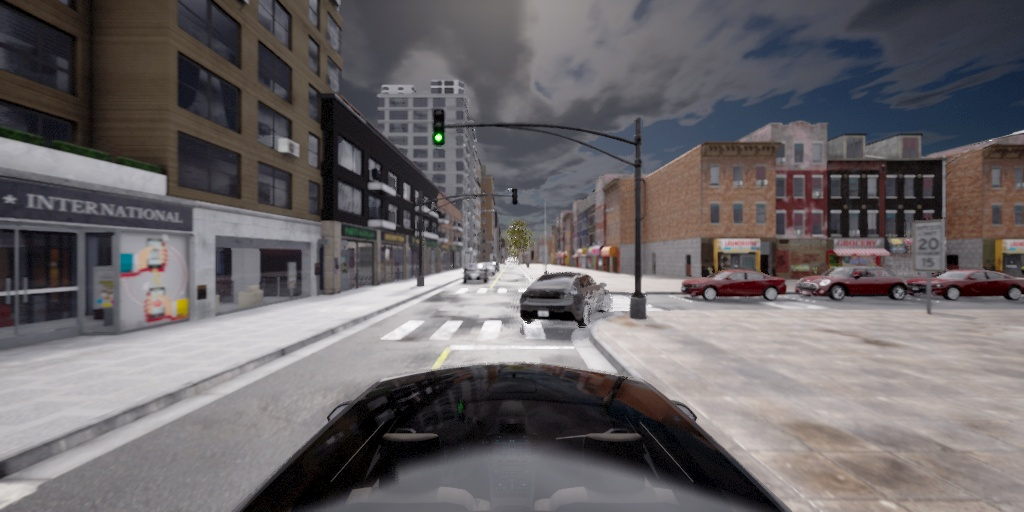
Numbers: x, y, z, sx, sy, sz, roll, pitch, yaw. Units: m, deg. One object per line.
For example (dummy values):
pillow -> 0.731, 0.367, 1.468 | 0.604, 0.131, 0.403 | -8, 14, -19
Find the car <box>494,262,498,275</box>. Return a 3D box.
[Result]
car -> -2.828, 1.402, 39.629 | 1.812, 1.442, 4.674 | 0, 0, 0

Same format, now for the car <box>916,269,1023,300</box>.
car -> 21.304, 1.308, 16.947 | 4.507, 1.381, 1.888 | 0, 0, 0

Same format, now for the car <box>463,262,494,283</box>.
car -> -2.842, 1.327, 29.114 | 2.128, 1.511, 4.902 | 0, 0, -1

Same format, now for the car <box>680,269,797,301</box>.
car -> 10.376, 1.319, 16.962 | 4.507, 1.381, 1.888 | 0, 0, 0

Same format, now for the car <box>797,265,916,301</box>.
car -> 15.840, 1.208, 16.956 | 4.097, 1.591, 1.967 | 0, 0, 0

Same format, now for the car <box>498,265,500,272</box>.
car -> -2.802, 1.504, 51.240 | 1.994, 1.385, 4.181 | 0, 0, 1

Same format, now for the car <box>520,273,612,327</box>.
car -> 1.875, 1.283, 11.773 | 1.837, 1.490, 4.892 | -2, -1, 25
